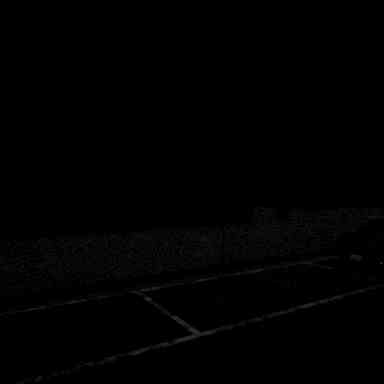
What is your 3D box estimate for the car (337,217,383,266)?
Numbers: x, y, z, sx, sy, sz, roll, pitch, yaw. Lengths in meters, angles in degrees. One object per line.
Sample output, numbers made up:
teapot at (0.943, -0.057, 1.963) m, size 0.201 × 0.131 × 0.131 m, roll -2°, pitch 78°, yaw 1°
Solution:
car at (6.439, 1.450, 10.424) m, size 4.313 × 1.339 × 1.947 m, roll 0°, pitch 1°, yaw -32°
